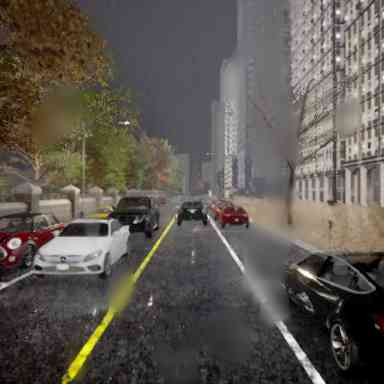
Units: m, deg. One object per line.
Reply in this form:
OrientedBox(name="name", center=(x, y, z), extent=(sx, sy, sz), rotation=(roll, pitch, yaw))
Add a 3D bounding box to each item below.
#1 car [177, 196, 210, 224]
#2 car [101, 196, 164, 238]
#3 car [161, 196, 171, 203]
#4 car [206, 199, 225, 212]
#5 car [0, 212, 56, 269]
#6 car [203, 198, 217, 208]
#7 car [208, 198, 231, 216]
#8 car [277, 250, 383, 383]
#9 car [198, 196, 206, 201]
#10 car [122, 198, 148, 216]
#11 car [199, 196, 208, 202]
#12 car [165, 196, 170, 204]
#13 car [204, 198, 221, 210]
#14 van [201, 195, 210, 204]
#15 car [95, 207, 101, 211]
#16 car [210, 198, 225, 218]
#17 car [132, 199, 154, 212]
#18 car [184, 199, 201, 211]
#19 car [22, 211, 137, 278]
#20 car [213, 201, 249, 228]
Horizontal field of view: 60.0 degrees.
OrientedBox(name="car", center=(0.040, 1.371, 24.751), extent=(2.097, 1.767, 4.553), rotation=(0, 0, 1))
OrientedBox(name="car", center=(-2.999, 1.237, 18.147), extent=(2.150, 2.045, 5.566), rotation=(0, 0, 0))
OrientedBox(name="car", center=(-5.684, 1.622, 72.777), extent=(1.752, 1.417, 4.829), rotation=(0, 0, 0))
OrientedBox(name="car", center=(2.694, 1.589, 39.152), extent=(2.008, 1.369, 4.403), rotation=(0, 0, 0))
OrientedBox(name="car", center=(-5.688, 1.447, 10.992), extent=(1.967, 1.590, 4.097), rotation=(0, 0, 0))
OrientedBox(name="car", center=(2.695, 1.636, 50.417), extent=(1.802, 1.307, 4.206), rotation=(0, 0, 0))
OrientedBox(name="car", center=(2.695, 1.471, 33.520), extent=(1.967, 1.590, 4.097), rotation=(0, 0, 0))
OrientedBox(name="car", center=(2.692, 1.569, 5.358), extent=(1.947, 1.339, 4.313), rotation=(0, 0, 0))
OrientedBox(name="car", center=(2.699, 1.719, 89.842), extent=(1.802, 1.307, 4.206), rotation=(0, 0, 0))
OrientedBox(name="car", center=(-5.686, 1.471, 33.520), extent=(1.967, 1.590, 4.097), rotation=(0, 0, 0))
OrientedBox(name="car", center=(2.697, 1.692, 78.577), extent=(1.802, 1.307, 4.206), rotation=(0, 0, 0))
OrientedBox(name="car", center=(-5.684, 1.618, 61.682), extent=(1.887, 1.381, 4.507), rotation=(0, 0, 0))
OrientedBox(name="car", center=(2.695, 1.596, 44.784), extent=(2.008, 1.369, 4.403), rotation=(0, 0, 0))
OrientedBox(name="van", center=(2.697, 1.426, 67.315), extent=(1.690, 1.788, 3.998), rotation=(0, 0, 0))
OrientedBox(name="car", center=(-5.687, 1.543, 22.087), extent=(1.752, 1.417, 4.829), rotation=(0, 0, 0))
OrientedBox(name="car", center=(2.694, 1.464, 27.888), extent=(1.967, 1.590, 4.097), rotation=(0, 0, 0))
OrientedBox(name="car", center=(-5.686, 1.583, 39.153), extent=(1.887, 1.381, 4.507), rotation=(0, 0, 0))
OrientedBox(name="car", center=(0.087, 1.607, 42.524), extent=(1.994, 1.385, 4.181), rotation=(0, 0, 0))
OrientedBox(name="car", center=(-3.088, 1.533, 10.295), extent=(1.812, 1.442, 4.674), rotation=(0, 0, 0))
OrientedBox(name="car", center=(2.693, 1.562, 22.256), extent=(1.887, 1.381, 4.507), rotation=(0, 0, 0))
